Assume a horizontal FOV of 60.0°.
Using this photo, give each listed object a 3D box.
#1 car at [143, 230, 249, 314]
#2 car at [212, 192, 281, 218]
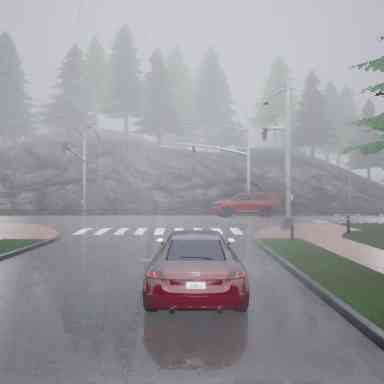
[{"bbox_3d":[0.084,1.564,7.685,1.994,1.385,4.181,0,0,0],"label":"car"},{"bbox_3d":[4.400,1.059,27.174,5.566,2.045,2.150,0,0,-2],"label":"car"}]
